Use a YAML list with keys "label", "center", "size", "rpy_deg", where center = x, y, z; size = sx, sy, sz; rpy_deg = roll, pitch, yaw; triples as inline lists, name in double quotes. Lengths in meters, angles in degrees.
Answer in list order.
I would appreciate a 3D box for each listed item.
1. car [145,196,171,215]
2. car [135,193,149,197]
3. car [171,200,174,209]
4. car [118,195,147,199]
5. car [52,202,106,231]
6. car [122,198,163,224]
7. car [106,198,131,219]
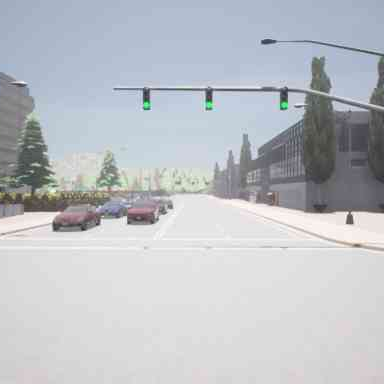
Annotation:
- label: "car"
  center: [-3.558, 1.504, 34.349]
  size: [1.837, 1.490, 4.892]
  rpy_deg: [0, 0, 0]
- label: "car"
  center: [-7.011, 1.351, 49.317]
  size: [2.097, 1.767, 4.553]
  rpy_deg: [0, 0, 0]
- label: "car"
  center: [-3.527, 1.563, 44.225]
  size: [1.994, 1.385, 4.181]
  rpy_deg: [0, 0, 1]
- label: "car"
  center: [-7.049, 1.491, 39.040]
  size: [2.128, 1.511, 4.902]
  rpy_deg: [0, 0, 0]
- label: "car"
  center: [-7.077, 1.525, 20.870]
  size: [1.812, 1.442, 4.674]
  rpy_deg: [0, 0, 0]
- label: "car"
  center: [-3.571, 1.477, 24.853]
  size: [1.882, 1.535, 5.008]
  rpy_deg: [0, 0, 0]
- label: "car"
  center: [-7.064, 1.525, 29.776]
  size: [1.812, 1.442, 4.674]
  rpy_deg: [0, 0, 0]
